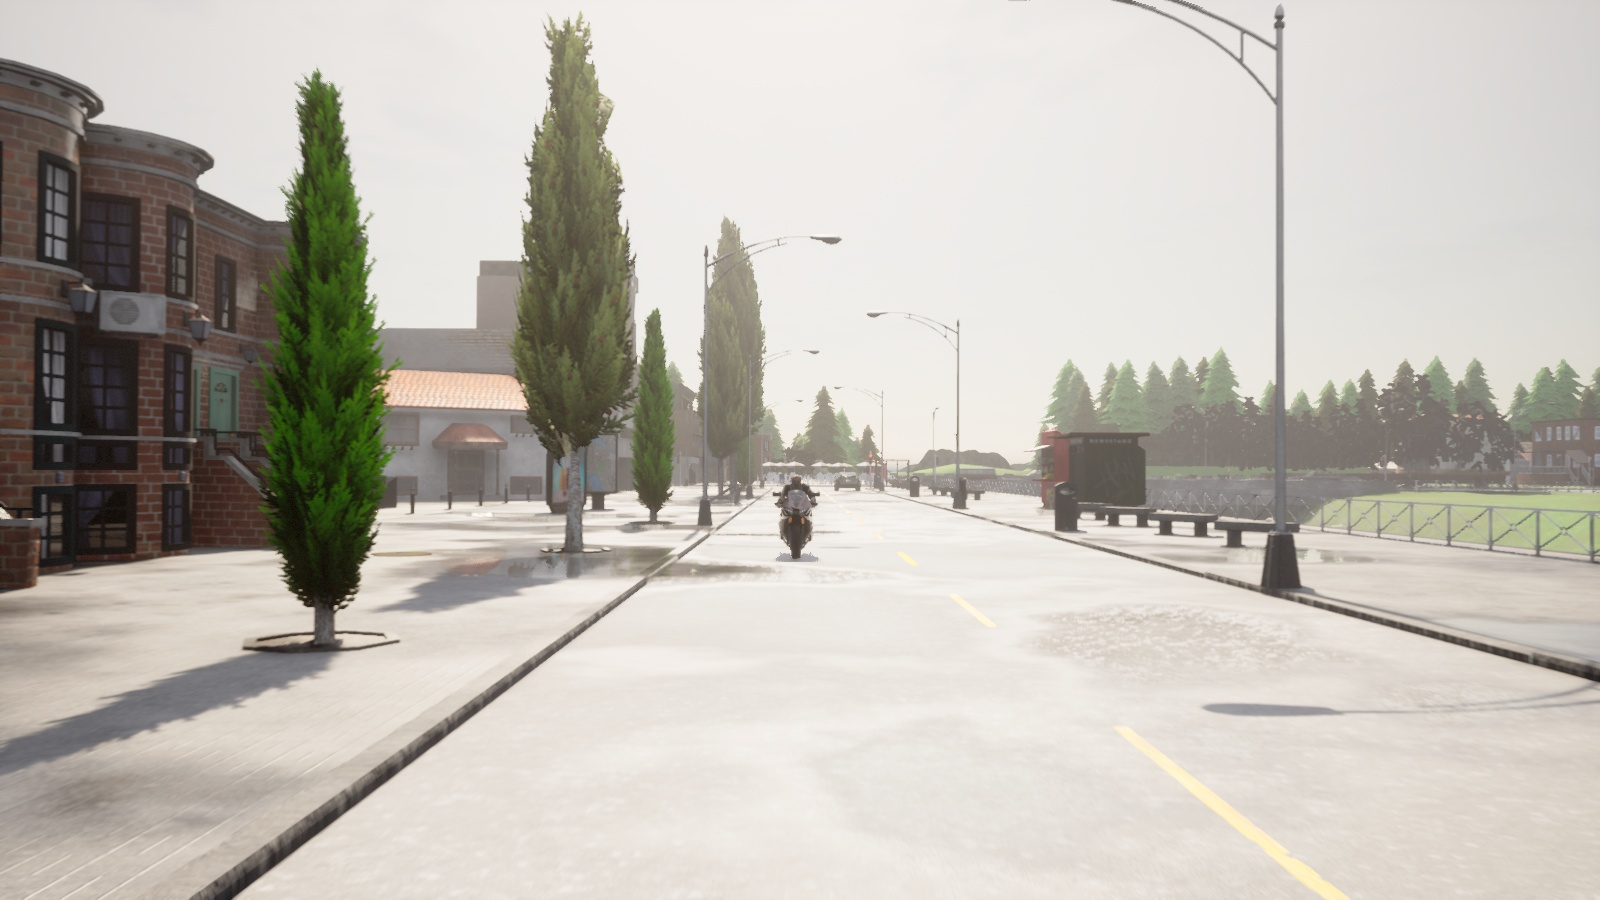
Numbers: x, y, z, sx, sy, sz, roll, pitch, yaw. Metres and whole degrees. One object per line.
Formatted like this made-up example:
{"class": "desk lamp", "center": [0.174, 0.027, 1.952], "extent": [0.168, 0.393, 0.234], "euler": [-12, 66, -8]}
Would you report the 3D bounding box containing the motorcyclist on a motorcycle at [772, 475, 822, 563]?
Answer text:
{"class": "motorcyclist on a motorcycle", "center": [-0.060, 1.232, 23.085], "extent": [0.866, 1.530, 2.191], "euler": [0, -1, 0]}
